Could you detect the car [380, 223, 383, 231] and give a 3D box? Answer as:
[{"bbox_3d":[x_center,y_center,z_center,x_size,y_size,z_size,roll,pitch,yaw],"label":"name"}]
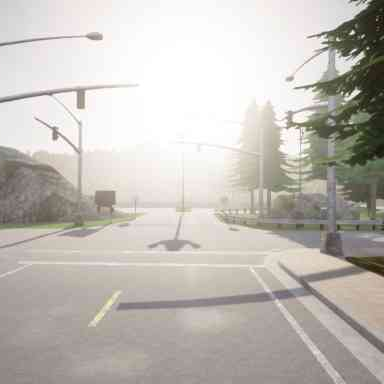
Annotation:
[{"bbox_3d":[15.035,2.058,21.108,5.357,1.411,2.033,0,-1,-2],"label":"car"}]
